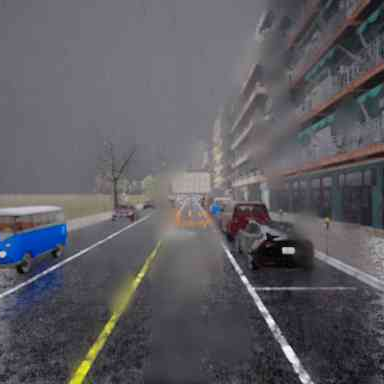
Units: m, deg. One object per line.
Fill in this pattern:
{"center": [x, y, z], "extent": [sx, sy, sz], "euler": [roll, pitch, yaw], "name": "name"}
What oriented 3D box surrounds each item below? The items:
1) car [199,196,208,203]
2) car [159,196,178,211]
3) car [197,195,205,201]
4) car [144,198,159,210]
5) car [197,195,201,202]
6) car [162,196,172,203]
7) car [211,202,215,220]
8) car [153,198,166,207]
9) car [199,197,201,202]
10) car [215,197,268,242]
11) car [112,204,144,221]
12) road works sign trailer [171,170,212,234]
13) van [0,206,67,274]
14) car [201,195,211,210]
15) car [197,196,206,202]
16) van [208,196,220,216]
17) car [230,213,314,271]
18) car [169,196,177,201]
{"center": [2.453, 1.682, 73.329], "extent": [1.752, 1.417, 4.829], "euler": [1, 0, 0], "name": "car"}
{"center": [-2.912, 1.616, 43.352], "extent": [1.812, 1.442, 4.674], "euler": [0, 0, 0], "name": "car"}
{"center": [2.426, 1.635, 90.142], "extent": [1.967, 1.590, 4.097], "euler": [1, 0, 0], "name": "car"}
{"center": [-5.380, 1.658, 44.308], "extent": [1.947, 1.339, 4.313], "euler": [1, 0, 0], "name": "car"}
{"center": [2.484, 1.433, 56.176], "extent": [2.192, 1.841, 5.009], "euler": [1, 0, 0], "name": "car"}
{"center": [-5.426, 1.679, 72.409], "extent": [1.752, 1.417, 4.829], "euler": [1, 0, 0], "name": "car"}
{"center": [2.537, 1.613, 22.210], "extent": [1.947, 1.339, 4.313], "euler": [1, 0, 0], "name": "car"}
{"center": [-5.398, 1.699, 55.616], "extent": [1.802, 1.307, 4.206], "euler": [1, 0, 0], "name": "car"}
{"center": [2.490, 1.688, 50.515], "extent": [1.802, 1.307, 4.206], "euler": [1, 0, 0], "name": "car"}
{"center": [2.549, 1.350, 16.549], "extent": [2.192, 1.841, 5.009], "euler": [1, 0, 0], "name": "car"}
{"center": [-5.352, 1.639, 27.346], "extent": [1.802, 1.307, 4.206], "euler": [1, 0, 0], "name": "car"}
{"center": [-0.032, 0.505, 19.594], "extent": [2.380, 3.560, 2.880], "euler": [0, 0, 0], "name": "road works sign trailer"}
{"center": [-5.321, 1.363, 10.384], "extent": [1.690, 1.788, 3.998], "euler": [1, 0, 0], "name": "van"}
{"center": [2.512, 1.397, 39.193], "extent": [2.192, 1.841, 5.009], "euler": [1, 0, 0], "name": "car"}
{"center": [2.435, 1.732, 84.480], "extent": [2.008, 1.369, 4.403], "euler": [1, 0, 0], "name": "car"}
{"center": [2.530, 1.400, 27.871], "extent": [1.690, 1.788, 3.998], "euler": [1, 0, 0], "name": "van"}
{"center": [2.556, 1.589, 10.887], "extent": [1.947, 1.339, 4.313], "euler": [1, 0, 0], "name": "car"}
{"center": [-5.463, 1.757, 95.194], "extent": [2.008, 1.369, 4.403], "euler": [1, 0, 0], "name": "car"}
